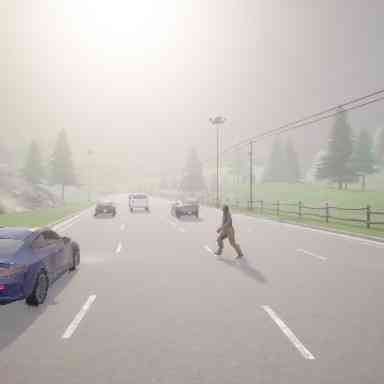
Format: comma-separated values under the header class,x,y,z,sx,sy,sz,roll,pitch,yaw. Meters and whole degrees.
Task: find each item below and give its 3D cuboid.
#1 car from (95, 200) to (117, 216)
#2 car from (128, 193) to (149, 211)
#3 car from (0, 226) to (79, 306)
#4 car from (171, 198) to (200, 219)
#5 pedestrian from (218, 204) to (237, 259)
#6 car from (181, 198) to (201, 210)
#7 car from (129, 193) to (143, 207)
class,x,y,z,sx,sy,sz,roll,pitch,yaw
car,-8.450,1.525,32.745,1.812,1.442,4.674,0,0,-11
car,-6.487,1.223,40.729,2.150,2.045,5.566,0,0,-11
car,-4.004,1.526,7.792,1.812,1.442,4.674,0,0,-6
car,-0.689,1.491,29.628,2.128,1.511,4.902,0,0,-11
pedestrian,1.188,1.294,11.153,0.375,1.860,0.375,0,0,-8
car,-0.210,1.526,44.983,1.812,1.442,4.674,0,0,-12
car,-8.980,1.221,53.067,2.150,2.045,5.566,0,0,-11
